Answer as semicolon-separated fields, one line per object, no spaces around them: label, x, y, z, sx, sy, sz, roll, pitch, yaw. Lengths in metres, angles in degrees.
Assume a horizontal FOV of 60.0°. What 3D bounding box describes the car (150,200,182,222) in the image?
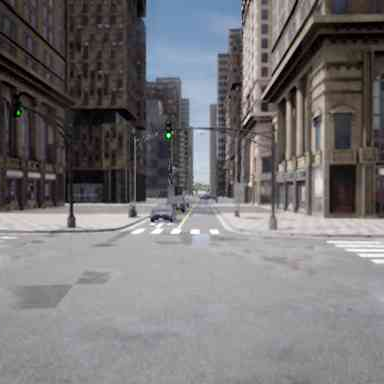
car;-2.274;1.698;27.826;2.033;1.411;5.357;0;0;2

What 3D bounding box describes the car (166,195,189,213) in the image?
car;-1.876;1.439;40.010;2.150;2.045;5.566;0;-1;2
